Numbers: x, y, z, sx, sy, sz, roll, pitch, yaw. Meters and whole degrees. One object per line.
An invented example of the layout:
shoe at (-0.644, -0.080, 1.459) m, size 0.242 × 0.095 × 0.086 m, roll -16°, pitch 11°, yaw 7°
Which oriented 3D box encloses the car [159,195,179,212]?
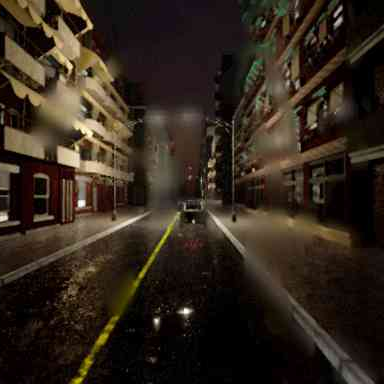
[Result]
car at (-2.847, 1.346, 41.175) m, size 2.150 × 2.045 × 5.566 m, roll 0°, pitch 0°, yaw 0°

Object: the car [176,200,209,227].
car at (0.098, 1.569, 23.117) m, size 1.837 × 1.490 × 4.892 m, roll 0°, pitch 0°, yaw 0°

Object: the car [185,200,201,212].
car at (0.101, 1.729, 42.459) m, size 1.895 × 1.301 × 4.718 m, roll 0°, pitch 0°, yaw 0°
